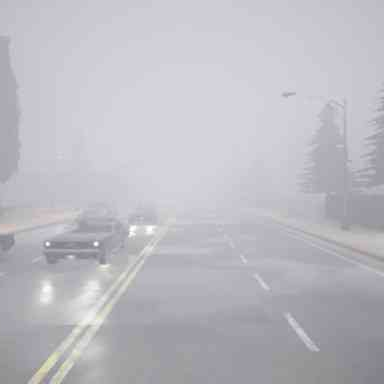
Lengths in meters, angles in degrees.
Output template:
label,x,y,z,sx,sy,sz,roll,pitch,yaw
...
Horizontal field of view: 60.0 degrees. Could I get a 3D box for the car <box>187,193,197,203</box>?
label,x,y,z,sx,sy,sz,roll,pitch,yaw
car,0.001,1.351,78.684,2.150,2.045,5.566,0,0,0

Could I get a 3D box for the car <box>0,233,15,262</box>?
label,x,y,z,sx,sy,sz,roll,pitch,yaw
car,-7.089,1.626,9.345,1.895,1.301,4.718,0,0,0

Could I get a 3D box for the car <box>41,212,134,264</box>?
label,x,y,z,sx,sy,sz,roll,pitch,yaw
car,-3.580,1.633,12.069,1.895,1.301,4.718,0,0,0

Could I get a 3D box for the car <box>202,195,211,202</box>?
label,x,y,z,sx,sy,sz,roll,pitch,yaw
car,3.501,1.603,78.654,1.882,1.535,5.008,0,0,0

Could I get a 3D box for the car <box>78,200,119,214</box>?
label,x,y,z,sx,sy,sz,roll,pitch,yaw
car,-7.000,1.421,25.272,2.097,1.767,4.553,0,0,0

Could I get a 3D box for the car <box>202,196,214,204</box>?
label,x,y,z,sx,sy,sz,roll,pitch,yaw
car,3.501,1.684,68.218,2.128,1.511,4.902,0,0,0

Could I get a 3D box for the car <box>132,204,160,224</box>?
label,x,y,z,sx,sy,sz,roll,pitch,yaw
car,-3.502,1.635,25.090,1.994,1.385,4.181,0,0,0
